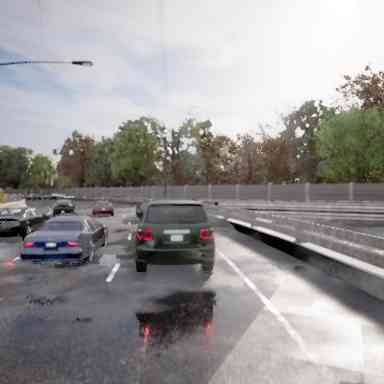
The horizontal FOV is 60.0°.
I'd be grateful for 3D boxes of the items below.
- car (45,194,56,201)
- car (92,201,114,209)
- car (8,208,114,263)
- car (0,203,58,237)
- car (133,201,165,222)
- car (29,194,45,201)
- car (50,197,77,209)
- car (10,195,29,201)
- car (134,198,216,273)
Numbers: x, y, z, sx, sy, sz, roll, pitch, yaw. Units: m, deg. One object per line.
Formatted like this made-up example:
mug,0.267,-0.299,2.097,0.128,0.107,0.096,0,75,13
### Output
car,-34.942,1.343,81.429,4.892,1.490,1.837,0,0,42
car,-8.818,1.547,32.818,1.994,1.385,4.181,0,0,-17
car,-4.266,1.542,11.917,2.033,1.411,5.357,0,0,-6
car,-8.398,1.486,16.153,2.128,1.511,4.902,0,0,-8
car,-3.723,1.529,27.895,2.033,1.411,5.357,0,0,-14
car,-37.745,1.188,79.184,4.553,1.767,2.097,0,0,42
car,-12.116,1.492,31.707,1.837,1.490,4.892,0,0,-17
car,-40.173,1.363,76.662,4.902,1.511,2.128,0,0,42
car,-0.637,1.215,10.836,2.150,2.045,5.566,0,0,-6
